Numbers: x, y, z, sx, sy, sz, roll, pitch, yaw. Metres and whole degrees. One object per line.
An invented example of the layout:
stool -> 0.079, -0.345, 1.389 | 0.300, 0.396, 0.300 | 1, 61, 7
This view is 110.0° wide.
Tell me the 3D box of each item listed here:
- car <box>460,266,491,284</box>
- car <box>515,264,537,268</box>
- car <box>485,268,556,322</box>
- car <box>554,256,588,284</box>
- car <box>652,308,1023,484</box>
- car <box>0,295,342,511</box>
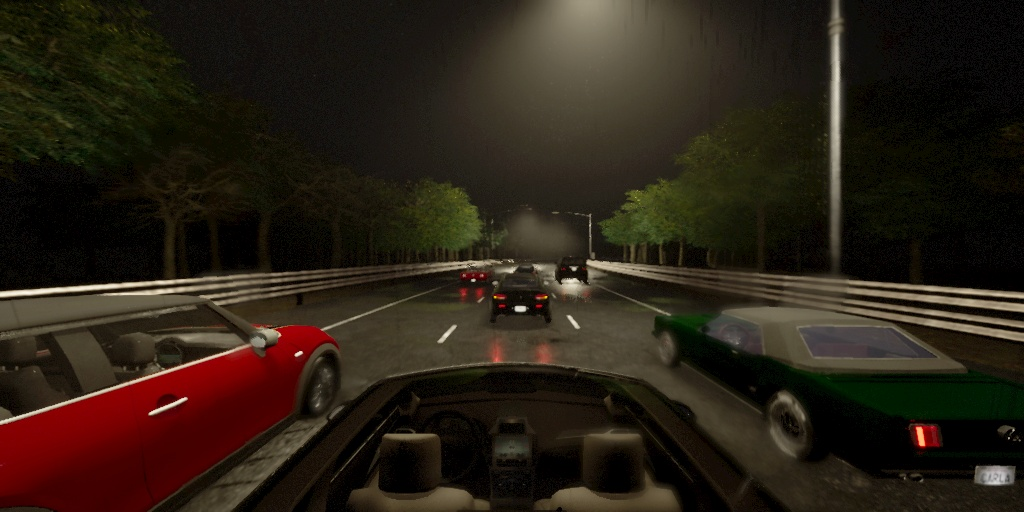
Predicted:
car -> -2.522, 1.399, 27.013 | 1.895, 1.301, 4.718 | 0, 0, 4
car -> 1.157, 1.370, 29.368 | 1.994, 1.385, 4.181 | 0, 0, 4
car -> 0.298, 1.298, 12.240 | 1.812, 1.442, 4.674 | 0, 0, 2
car -> 4.551, 1.028, 27.883 | 2.150, 2.045, 5.566 | 0, 0, 4
car -> 3.645, 1.361, 4.906 | 1.895, 1.301, 4.718 | 0, 0, 1
car -> -3.355, 1.101, 3.017 | 2.097, 1.767, 4.553 | 0, 0, 0
